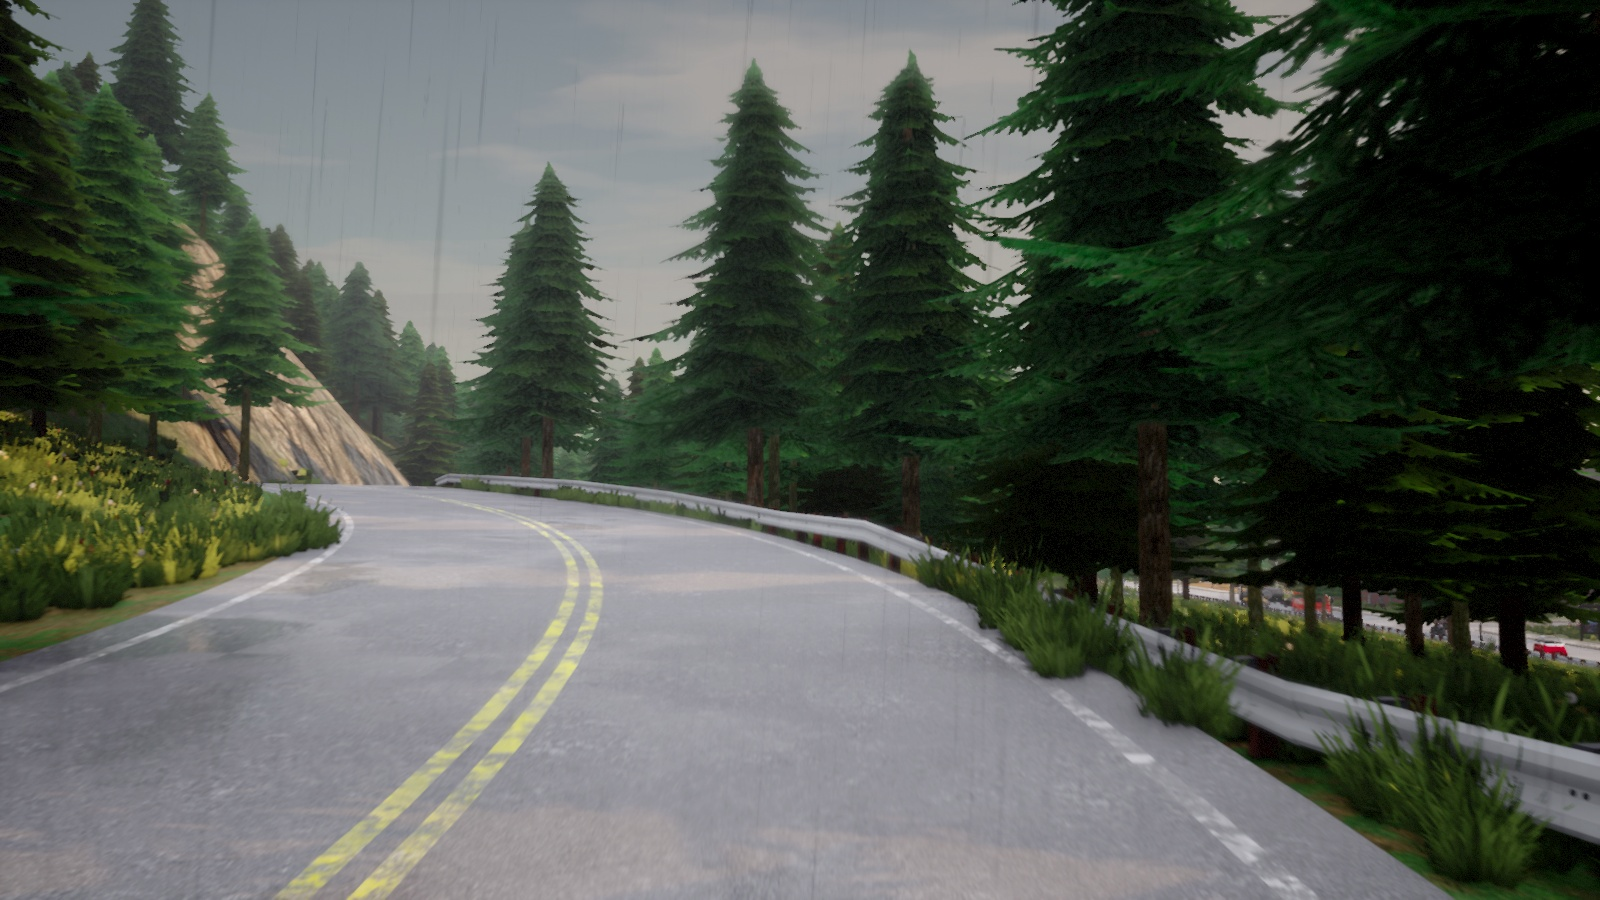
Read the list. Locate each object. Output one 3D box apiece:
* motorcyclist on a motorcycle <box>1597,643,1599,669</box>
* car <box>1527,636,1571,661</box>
[{"bbox_3d":[47.550,12.050,72.852,0.866,1.530,2.191,1,-4,-10],"label":"motorcyclist on a motorcycle"},{"bbox_3d":[47.465,12.573,79.605,1.481,1.376,2.207,0,-5,4],"label":"car"}]
